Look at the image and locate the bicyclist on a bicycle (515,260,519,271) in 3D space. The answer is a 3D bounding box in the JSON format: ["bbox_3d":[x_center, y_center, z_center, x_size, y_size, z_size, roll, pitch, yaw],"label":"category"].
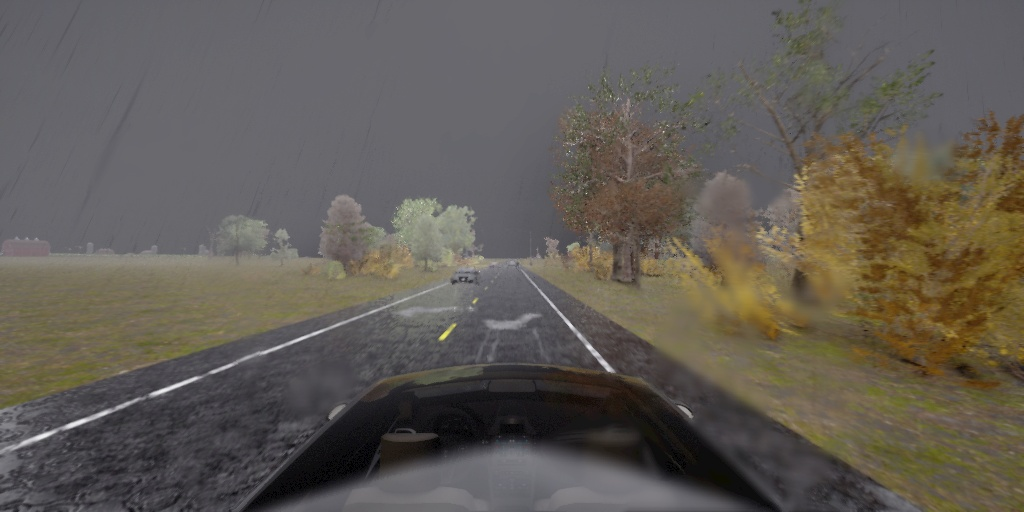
[{"bbox_3d":[0.950,1.621,59.702,0.659,1.776,1.843,0,0,0],"label":"bicyclist on a bicycle"}]

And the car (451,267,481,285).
[{"bbox_3d":[-3.598,1.549,28.444,1.994,1.385,4.181,0,0,0],"label":"car"}]
